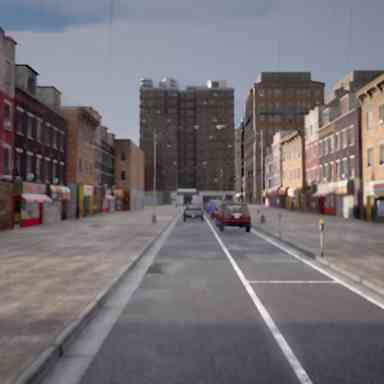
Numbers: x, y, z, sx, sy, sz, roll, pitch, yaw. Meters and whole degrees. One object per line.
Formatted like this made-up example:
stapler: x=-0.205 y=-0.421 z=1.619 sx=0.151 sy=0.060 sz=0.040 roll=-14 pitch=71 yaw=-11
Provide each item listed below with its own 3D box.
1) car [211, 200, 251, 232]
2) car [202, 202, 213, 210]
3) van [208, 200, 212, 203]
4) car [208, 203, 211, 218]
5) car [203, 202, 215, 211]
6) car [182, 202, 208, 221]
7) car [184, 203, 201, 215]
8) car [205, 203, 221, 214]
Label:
car: x=2.695 y=1.596 z=22.263 sx=2.192 sy=1.841 sz=5.009 roll=1 pitch=-1 yaw=0
car: x=2.751 y=2.460 z=60.322 sx=1.802 sy=1.307 sz=4.206 roll=1 pitch=-1 yaw=0
van: x=2.720 y=1.860 z=38.576 sx=1.690 sy=1.788 sz=3.998 roll=1 pitch=-1 yaw=0
car: x=2.707 y=2.018 z=33.135 sx=1.802 sy=1.307 sz=4.206 roll=1 pitch=-1 yaw=0
car: x=2.742 y=2.368 z=54.884 sx=1.802 sy=1.307 sz=4.206 roll=1 pitch=-1 yaw=0
car: x=0.138 y=1.897 z=31.057 sx=2.128 sy=1.511 sz=4.902 roll=0 pitch=-1 yaw=0
car: x=0.125 y=2.123 z=42.221 sx=2.033 sy=1.411 sz=5.357 roll=0 pitch=-1 yaw=1
car: x=2.725 y=2.149 z=44.010 sx=1.887 sy=1.381 sz=4.507 roll=1 pitch=-1 yaw=0
